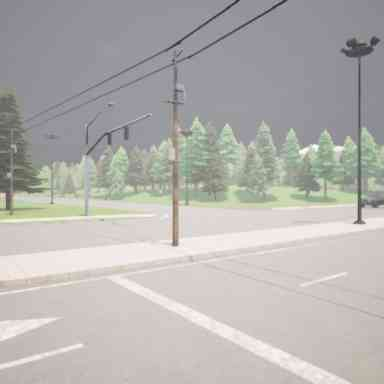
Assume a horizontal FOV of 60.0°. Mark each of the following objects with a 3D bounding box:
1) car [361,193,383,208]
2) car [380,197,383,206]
[{"bbox_3d":[25.847,1.195,46.868,5.566,2.045,2.150,0,0,-36],"label":"car"},{"bbox_3d":[26.955,1.575,43.358,4.718,1.301,1.895,0,0,-36],"label":"car"}]
